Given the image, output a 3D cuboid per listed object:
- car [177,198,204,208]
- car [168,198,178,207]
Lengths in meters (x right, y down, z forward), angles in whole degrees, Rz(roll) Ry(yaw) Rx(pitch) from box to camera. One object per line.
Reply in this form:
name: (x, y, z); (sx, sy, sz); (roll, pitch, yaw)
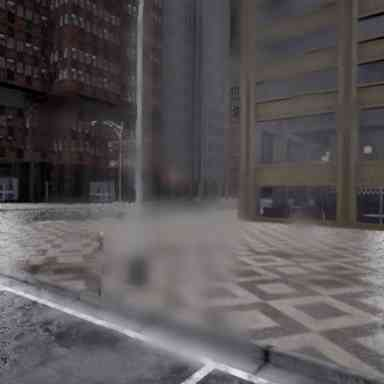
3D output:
car: (0.201, 1.805, 53.377); (1.812, 1.442, 4.674); (1, -1, 36)
car: (-2.053, 1.737, 55.809); (2.128, 1.511, 4.902); (1, 0, 36)
